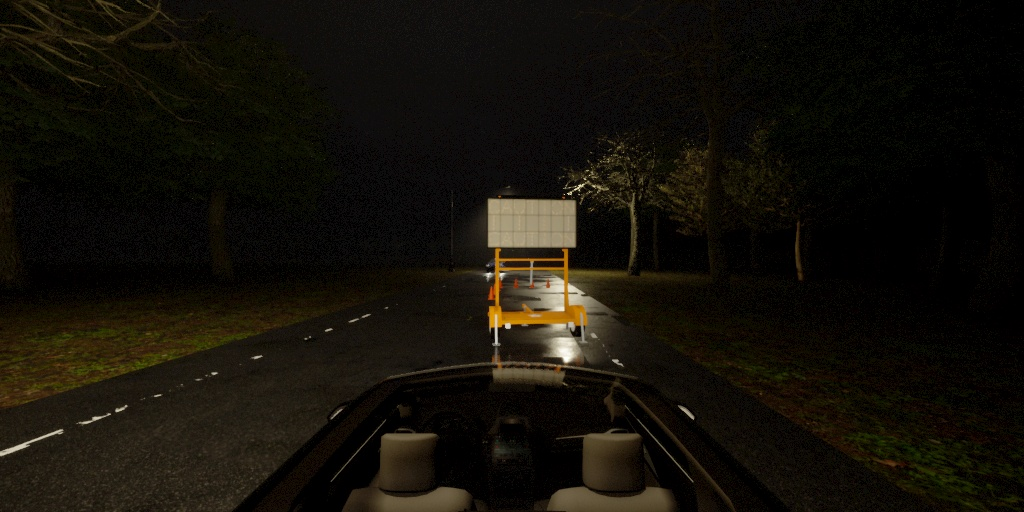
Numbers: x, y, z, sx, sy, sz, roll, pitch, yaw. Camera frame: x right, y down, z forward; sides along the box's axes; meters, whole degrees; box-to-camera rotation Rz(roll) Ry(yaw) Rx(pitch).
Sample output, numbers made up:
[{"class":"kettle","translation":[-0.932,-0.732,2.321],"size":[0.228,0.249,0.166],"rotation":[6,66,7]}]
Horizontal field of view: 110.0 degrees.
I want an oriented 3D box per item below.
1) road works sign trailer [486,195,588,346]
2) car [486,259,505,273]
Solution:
[{"class":"road works sign trailer","translation":[0.504,0.212,9.513],"size":[2.380,3.560,2.880],"rotation":[0,0,-6]},{"class":"car","translation":[-2.016,1.130,44.241],"size":[2.097,1.767,4.553],"rotation":[0,0,2]}]
